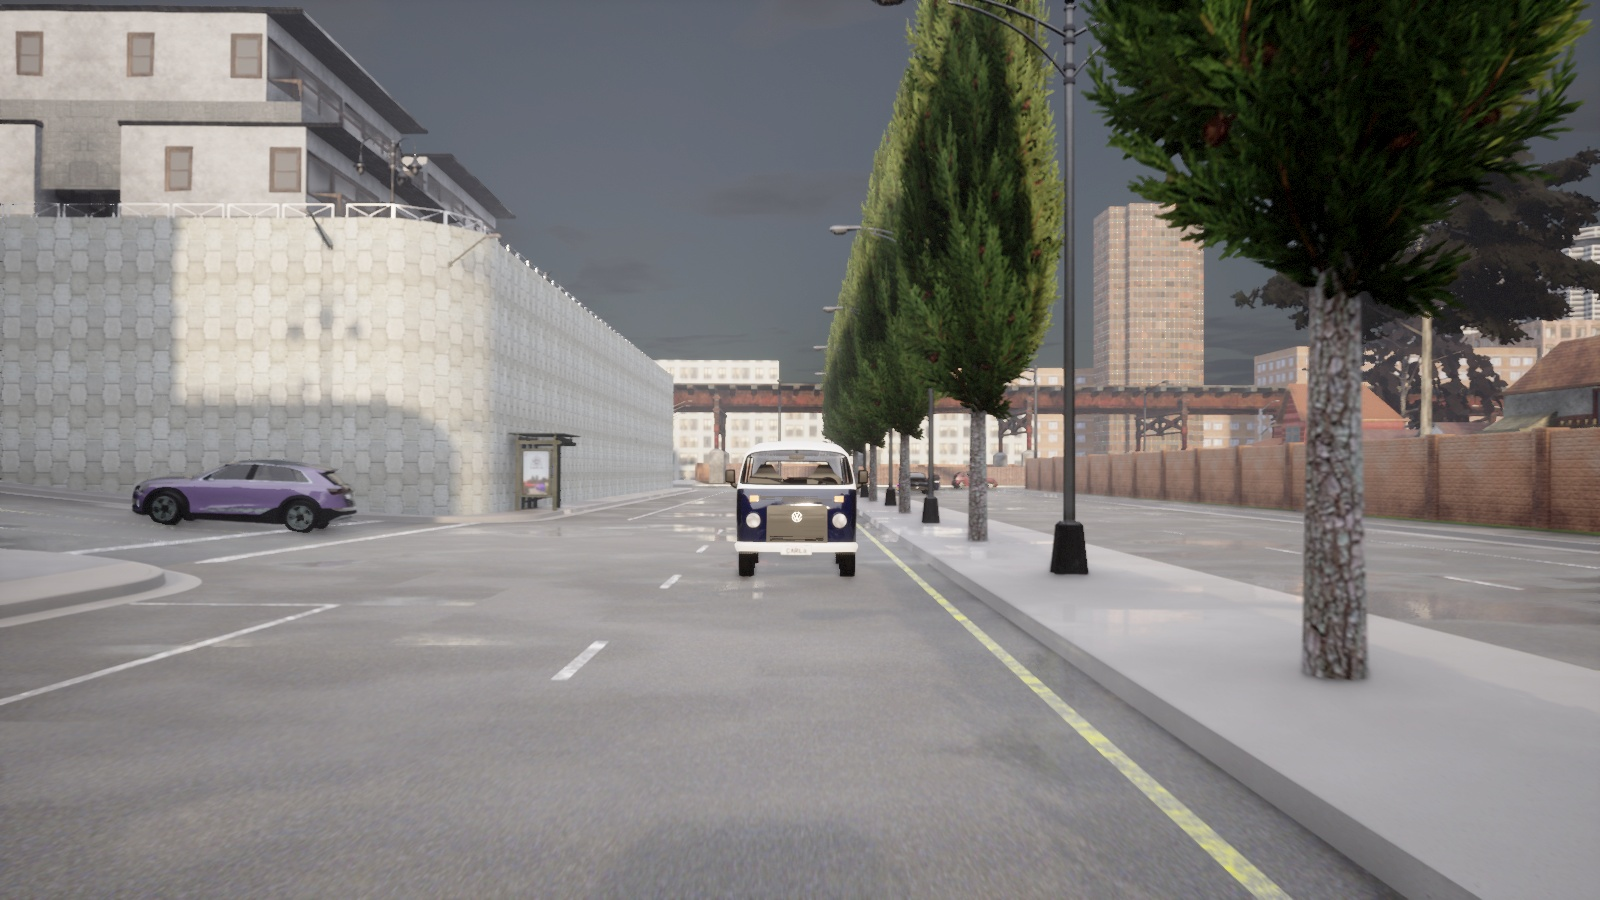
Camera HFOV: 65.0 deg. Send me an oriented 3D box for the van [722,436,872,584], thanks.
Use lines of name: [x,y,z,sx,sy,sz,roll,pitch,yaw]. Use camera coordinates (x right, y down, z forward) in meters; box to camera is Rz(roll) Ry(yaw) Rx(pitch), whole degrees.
van: [-0.048,0.865,19.668,2.069,2.038,4.480,0,-1,0]

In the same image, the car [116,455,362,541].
car: [-13.118,1.103,29.675,4.856,1.649,2.033,4,0,-9]

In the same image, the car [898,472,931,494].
car: [7.792,2.227,85.933,1.837,1.490,4.892,0,-1,0]
